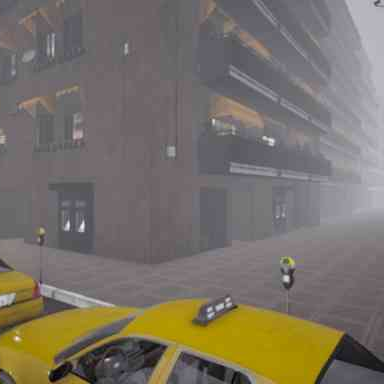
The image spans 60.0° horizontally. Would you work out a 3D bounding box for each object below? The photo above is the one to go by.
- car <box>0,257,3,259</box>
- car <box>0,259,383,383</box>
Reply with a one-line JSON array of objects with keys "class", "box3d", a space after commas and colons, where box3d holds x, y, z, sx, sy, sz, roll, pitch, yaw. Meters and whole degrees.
[{"class": "car", "box3d": [-4.617, 1.516, 6.031, 4.829, 1.417, 1.752, 0, 0, 36]}, {"class": "car", "box3d": [-0.031, 1.523, 2.749, 4.829, 1.417, 1.752, 0, 0, 36]}]
